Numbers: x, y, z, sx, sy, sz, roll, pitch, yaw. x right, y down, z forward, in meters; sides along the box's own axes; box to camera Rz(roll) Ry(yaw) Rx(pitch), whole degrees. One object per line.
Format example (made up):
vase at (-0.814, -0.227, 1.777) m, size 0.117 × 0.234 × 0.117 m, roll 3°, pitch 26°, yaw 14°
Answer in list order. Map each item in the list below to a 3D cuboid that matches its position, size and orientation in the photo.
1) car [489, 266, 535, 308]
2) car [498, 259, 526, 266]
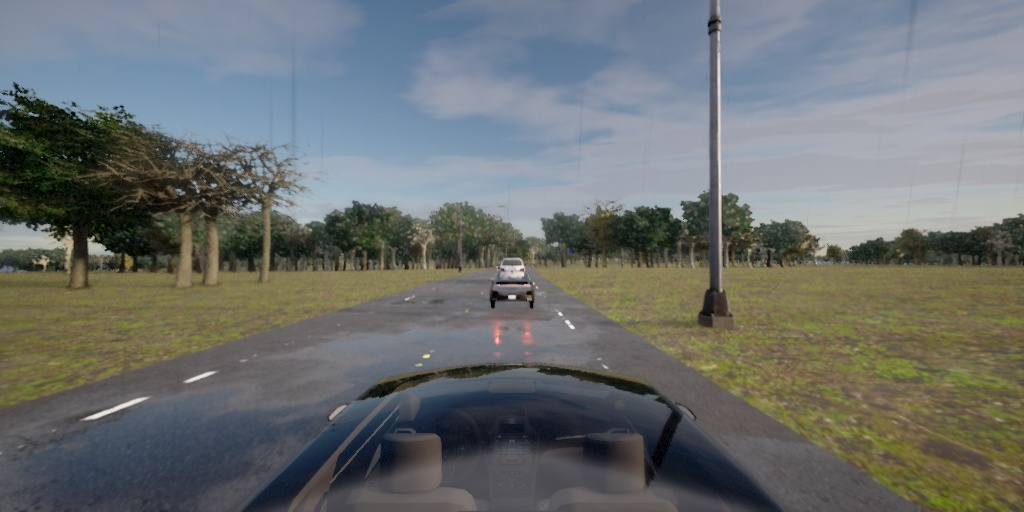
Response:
car at (0.012, 1.378, 16.145) m, size 2.128 × 1.511 × 4.902 m, roll 0°, pitch 0°, yaw 0°
car at (0.050, 1.241, 30.852) m, size 2.150 × 2.045 × 5.566 m, roll 0°, pitch 0°, yaw 0°
